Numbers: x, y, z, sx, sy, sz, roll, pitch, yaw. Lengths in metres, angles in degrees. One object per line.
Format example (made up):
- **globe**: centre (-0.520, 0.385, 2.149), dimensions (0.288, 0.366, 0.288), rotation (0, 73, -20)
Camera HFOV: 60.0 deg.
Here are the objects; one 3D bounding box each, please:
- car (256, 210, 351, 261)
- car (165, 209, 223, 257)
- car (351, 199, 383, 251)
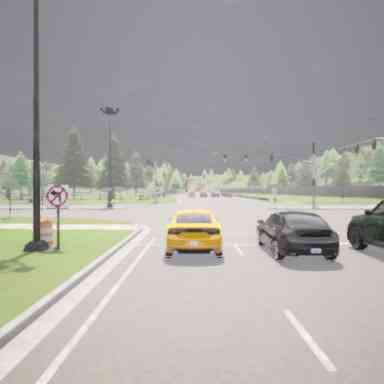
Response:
- **car**: centre (3.570, 1.425, 11.941), dimensions (1.837, 1.490, 4.892), rotation (0, 0, 0)
- **car**: centre (0.073, 1.394, 12.581), dimensions (1.882, 1.535, 5.008), rotation (0, 0, 0)
- **car**: centre (7.062, 1.151, 10.513), dimensions (2.150, 2.045, 5.566), rotation (0, 0, 0)
